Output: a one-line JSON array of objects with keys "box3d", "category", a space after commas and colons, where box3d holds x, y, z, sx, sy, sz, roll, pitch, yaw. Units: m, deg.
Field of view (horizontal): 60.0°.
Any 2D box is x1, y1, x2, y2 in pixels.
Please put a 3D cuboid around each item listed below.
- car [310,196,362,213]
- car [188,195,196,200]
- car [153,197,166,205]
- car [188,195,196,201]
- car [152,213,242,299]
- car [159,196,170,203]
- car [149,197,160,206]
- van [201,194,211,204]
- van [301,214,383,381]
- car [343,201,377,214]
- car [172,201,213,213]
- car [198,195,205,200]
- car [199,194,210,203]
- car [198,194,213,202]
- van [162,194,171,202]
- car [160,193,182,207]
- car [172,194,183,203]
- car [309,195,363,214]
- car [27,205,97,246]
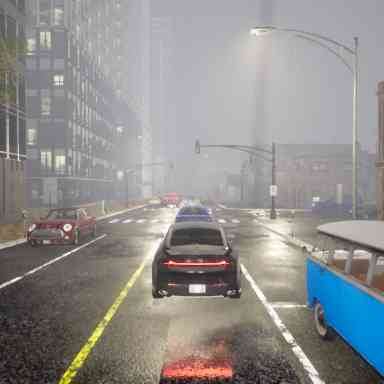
[{"box3d": [16.490, 1.411, 38.307, 5.009, 1.841, 2.192, 1, 0, 1], "category": "car"}, {"box3d": [-0.083, 1.441, 89.923, 2.033, 1.411, 5.357, 0, 0, 0], "category": "car"}, {"box3d": [-5.723, 1.551, 58.629, 1.947, 1.339, 4.313, -1, 0, 0], "category": "car"}, {"box3d": [-0.074, 1.481, 79.510, 1.837, 1.490, 4.892, 0, 0, 0], "category": "car"}, {"box3d": [0.090, 1.502, 8.445, 1.837, 1.490, 4.892, 0, 0, 0], "category": "car"}, {"box3d": [-5.733, 1.549, 69.918, 1.947, 1.339, 4.313, -1, 0, 0], "category": "car"}, {"box3d": [-5.889, 1.512, 52.816, 1.752, 1.417, 4.829, -1, 0, 0], "category": "car"}, {"box3d": [2.615, 1.325, 64.227, 1.690, 1.788, 3.998, -1, 0, 0], "category": "van"}, {"box3d": [2.670, 1.340, 3.962, 1.690, 1.788, 3.998, -1, 0, 0], "category": "van"}, {"box3d": [16.389, 1.793, 29.930, 4.313, 1.339, 1.947, 1, 0, 1], "category": "car"}, {"box3d": [0.074, 1.472, 17.933, 1.882, 1.535, 5.008, 0, 0, 0], "category": "car"}, {"box3d": [2.593, 1.531, 92.447, 2.008, 1.369, 4.403, -1, 0, 0], "category": "car"}, {"box3d": [2.610, 1.298, 69.871, 2.192, 1.841, 5.009, -1, 0, 0], "category": "car"}, {"box3d": [2.622, 1.425, 58.583, 1.967, 1.590, 4.097, -1, 0, 0], "category": "car"}, {"box3d": [-5.742, 1.324, 75.562, 1.690, 1.788, 3.998, -1, 0, 0], "category": "van"}, {"box3d": [-3.150, 1.208, 50.878, 2.150, 2.045, 5.566, 0, 0, 0], "category": "car"}, {"box3d": [-3.064, 1.338, 70.565, 2.097, 1.767, 4.553, 0, 0, 0], "category": "car"}, {"box3d": [15.516, 1.349, 35.721, 5.566, 2.045, 2.150, 1, 1, 1], "category": "car"}, {"box3d": [-5.718, 1.436, 15.038, 1.967, 1.590, 4.097, -1, 0, 0], "category": "car"}]
